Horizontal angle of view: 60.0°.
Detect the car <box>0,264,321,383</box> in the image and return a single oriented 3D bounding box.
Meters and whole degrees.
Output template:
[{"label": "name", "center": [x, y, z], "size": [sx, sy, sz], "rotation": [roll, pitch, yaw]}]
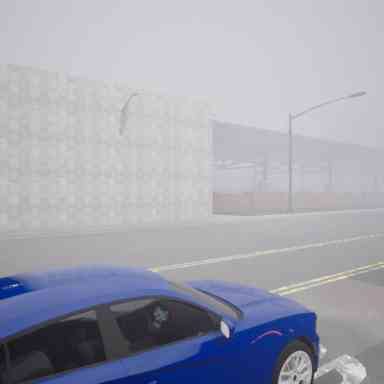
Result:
[{"label": "car", "center": [-0.791, 1.478, 3.185], "size": [5.008, 1.535, 1.882], "rotation": [0, 0, -36]}]
